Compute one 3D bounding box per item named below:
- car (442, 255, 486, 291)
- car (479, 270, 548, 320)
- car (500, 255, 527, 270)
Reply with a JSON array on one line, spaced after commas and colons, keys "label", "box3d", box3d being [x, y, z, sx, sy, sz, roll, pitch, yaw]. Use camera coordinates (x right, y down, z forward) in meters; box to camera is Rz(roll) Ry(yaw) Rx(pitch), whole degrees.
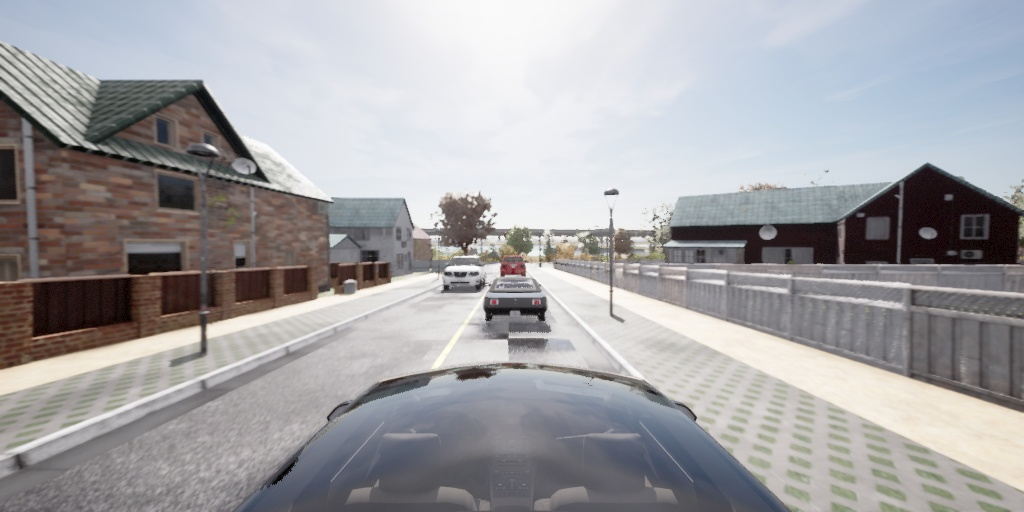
[{"label": "car", "box3d": [-2.839, 0.966, 22.381, 2.150, 2.045, 5.566, 0, 0, 0]}, {"label": "car", "box3d": [0.098, 1.348, 12.476, 1.895, 1.301, 4.718, 0, 0, 0]}, {"label": "car", "box3d": [0.096, 0.970, 31.496, 2.150, 2.045, 5.566, 0, 0, 0]}]
